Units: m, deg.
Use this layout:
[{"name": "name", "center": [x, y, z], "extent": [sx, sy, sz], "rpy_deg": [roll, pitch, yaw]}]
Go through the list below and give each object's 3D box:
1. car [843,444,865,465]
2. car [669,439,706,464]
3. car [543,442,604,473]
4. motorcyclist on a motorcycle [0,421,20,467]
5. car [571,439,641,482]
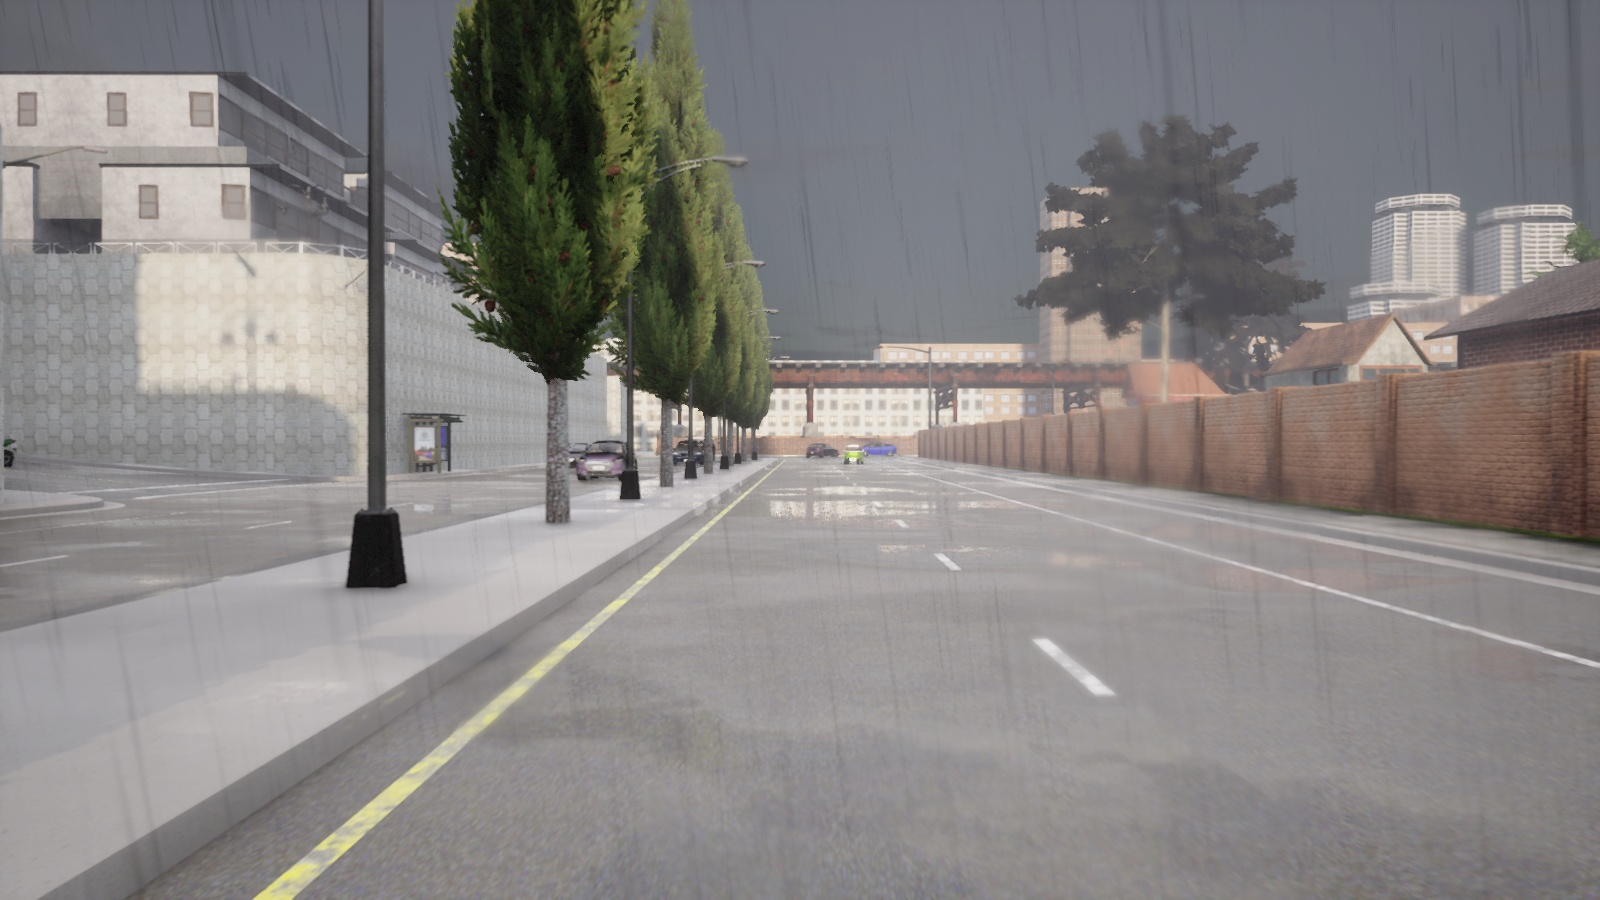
[{"name": "car", "center": [3.719, 0.316, 86.984], "extent": [1.481, 1.376, 2.207], "rpy_deg": [0, 1, 3]}, {"name": "car", "center": [-7.617, 0.105, 85.480], "extent": [2.242, 1.667, 4.611], "rpy_deg": [0, 0, -2]}, {"name": "car", "center": [-11.215, 0.343, 62.616], "extent": [2.128, 1.511, 4.902], "rpy_deg": [0, 0, 0]}, {"name": "motorcyclist on a motorcycle", "center": [-27.487, -0.269, 42.113], "extent": [2.044, 1.523, 0.797], "rpy_deg": [5, -1, 0]}, {"name": "car", "center": [-7.766, 0.386, 50.727], "extent": [2.033, 1.649, 4.856], "rpy_deg": [0, 0, 0]}]
